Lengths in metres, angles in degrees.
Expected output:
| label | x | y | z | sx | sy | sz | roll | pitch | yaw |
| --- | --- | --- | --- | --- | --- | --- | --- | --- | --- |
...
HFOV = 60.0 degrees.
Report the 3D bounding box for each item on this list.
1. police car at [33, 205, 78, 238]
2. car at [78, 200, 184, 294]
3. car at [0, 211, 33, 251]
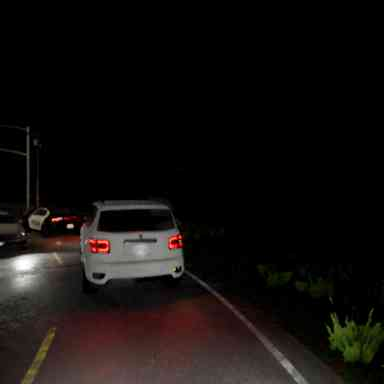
| label | x | y | z | sx | sy | sz | roll | pitch | yaw |
| --- | --- | --- | --- | --- | --- | --- | --- | --- | --- |
| police car | -7.557 | 1.494 | 17.923 | 2.038 | 1.542 | 4.974 | 0 | 0 | -43 |
| car | -1.895 | 1.216 | 9.123 | 2.150 | 2.045 | 5.566 | 0 | 0 | -19 |
| car | -7.975 | 1.517 | 13.374 | 1.812 | 1.442 | 4.674 | 0 | 0 | -37 |
